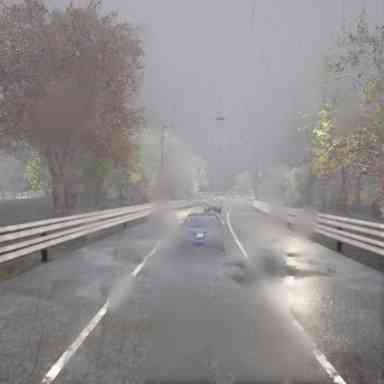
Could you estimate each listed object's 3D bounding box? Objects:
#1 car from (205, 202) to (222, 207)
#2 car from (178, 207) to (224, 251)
[{"bbox_3d":[2.564,1.810,39.006,1.895,1.301,4.718,0,0,7],"label":"car"},{"bbox_3d":[0.438,1.619,14.478,2.033,1.411,5.357,0,0,3],"label":"car"}]
